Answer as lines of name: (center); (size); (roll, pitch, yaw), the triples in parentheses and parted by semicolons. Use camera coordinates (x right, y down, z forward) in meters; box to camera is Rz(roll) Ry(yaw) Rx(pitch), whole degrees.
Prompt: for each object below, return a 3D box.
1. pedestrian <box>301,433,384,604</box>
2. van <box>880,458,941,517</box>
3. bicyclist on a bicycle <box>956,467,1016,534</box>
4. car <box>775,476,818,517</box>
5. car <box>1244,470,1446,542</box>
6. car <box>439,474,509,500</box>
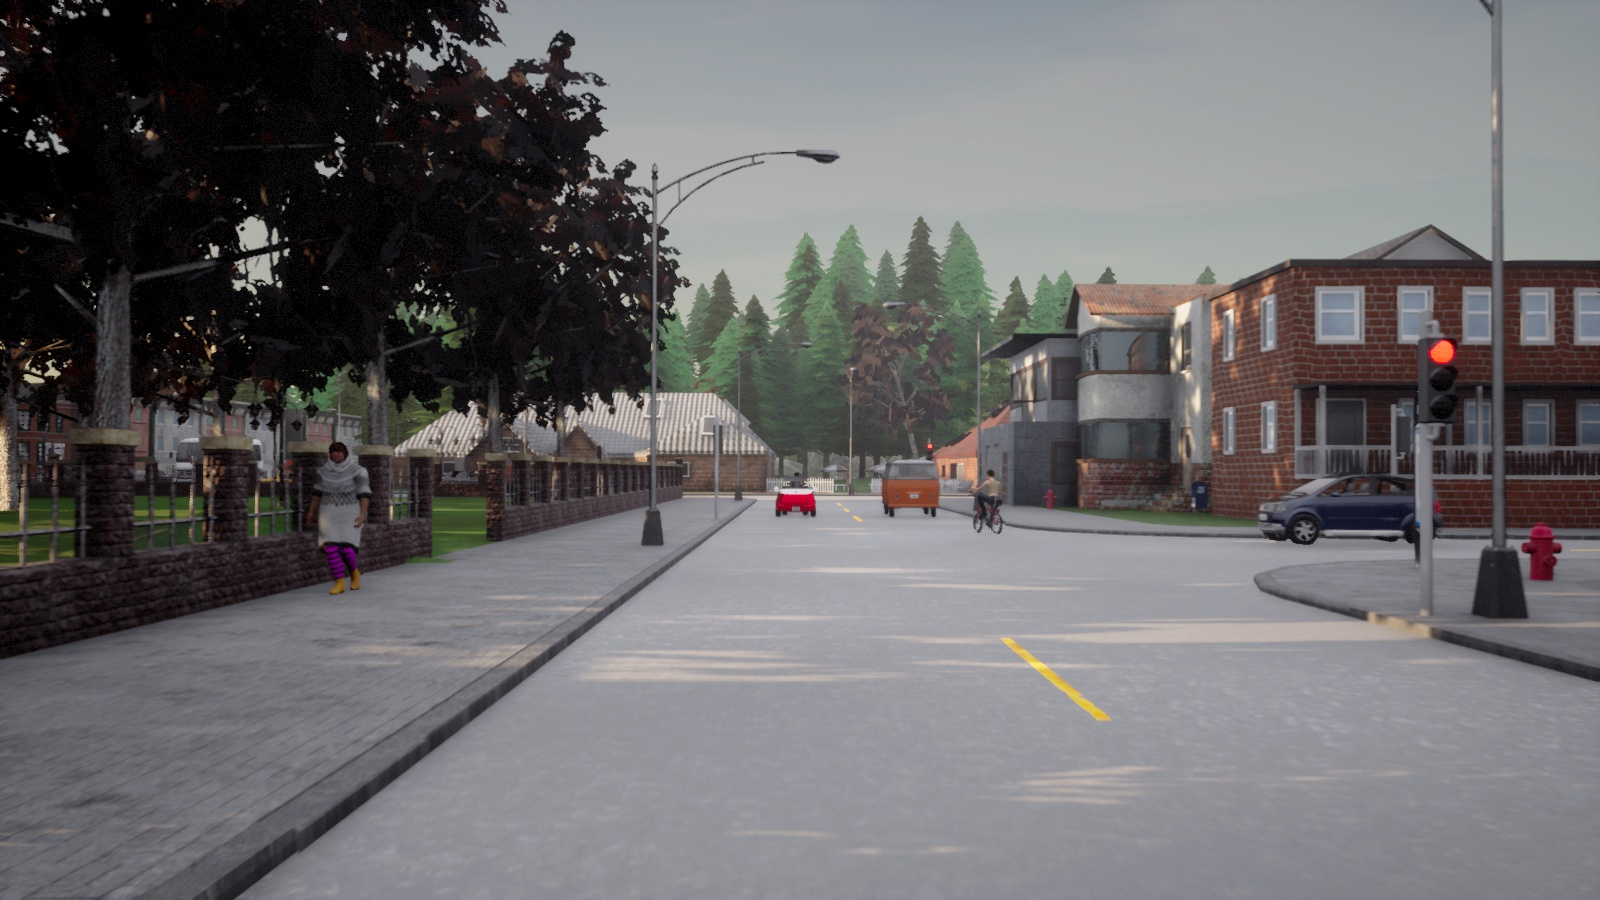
pedestrian: (-5.396, 0.794, 14.844); (0.659, 1.952, 0.873); (0, -1, 0)
van: (3.888, 1.304, 44.912); (1.775, 1.987, 4.442); (0, -1, 0)
bicyclist on a bicycle: (4.666, 1.261, 31.572); (0.866, 1.612, 1.509); (2, -2, -19)
car: (-0.146, 1.606, 43.950); (1.481, 1.376, 2.207); (0, -1, -1)
car: (12.025, 1.214, 27.869); (3.705, 1.549, 1.789); (0, -1, 0)
car: (-18.944, 2.127, 73.059); (3.633, 1.501, 1.845); (0, -1, -2)
